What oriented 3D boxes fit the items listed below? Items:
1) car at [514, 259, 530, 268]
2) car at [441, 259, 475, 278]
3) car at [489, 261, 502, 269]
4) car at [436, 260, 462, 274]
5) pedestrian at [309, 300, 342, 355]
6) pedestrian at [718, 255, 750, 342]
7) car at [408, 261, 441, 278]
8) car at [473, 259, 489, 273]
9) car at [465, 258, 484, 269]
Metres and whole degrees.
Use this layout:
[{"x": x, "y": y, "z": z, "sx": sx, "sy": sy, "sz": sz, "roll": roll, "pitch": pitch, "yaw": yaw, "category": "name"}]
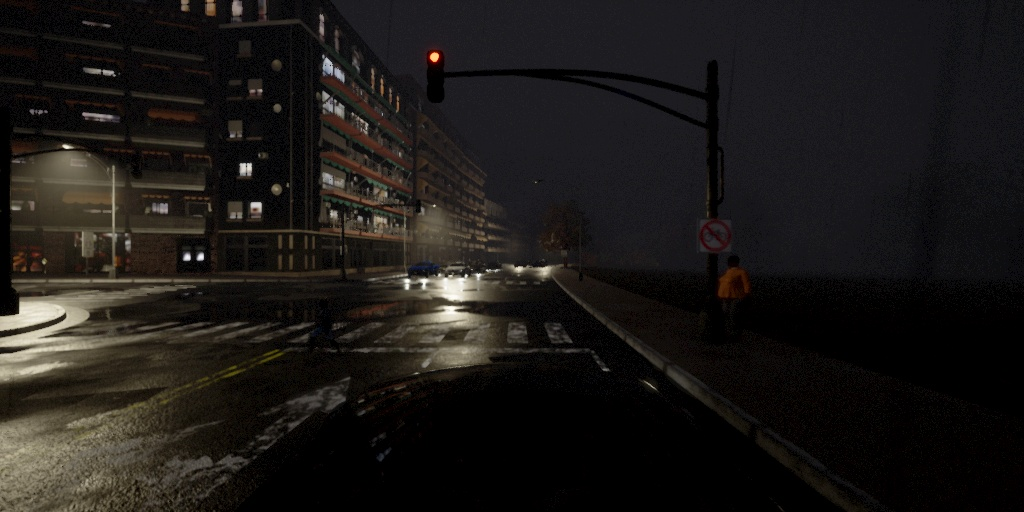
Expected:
[{"x": 1.528, "y": 1.449, "z": 64.987, "sx": 2.033, "sy": 1.411, "sz": 5.357, "roll": 0, "pitch": 0, "yaw": 9, "category": "car"}, {"x": -5.230, "y": 1.316, "z": 35.142, "sx": 1.812, "sy": 1.442, "sz": 4.674, "roll": 0, "pitch": 0, "yaw": 5, "category": "car"}, {"x": -2.883, "y": 1.427, "z": 57.367, "sx": 1.994, "sy": 1.385, "sz": 4.181, "roll": 0, "pitch": 0, "yaw": 8, "category": "car"}, {"x": -7.668, "y": 1.296, "z": 44.349, "sx": 1.882, "sy": 1.535, "sz": 5.008, "roll": 0, "pitch": 0, "yaw": 6, "category": "car"}, {"x": -3.741, "y": 1.042, "z": 7.223, "sx": 0.375, "sy": 1.860, "sz": 0.375, "roll": 0, "pitch": 0, "yaw": 1, "category": "pedestrian"}, {"x": 4.760, "y": 0.890, "z": 7.710, "sx": 0.375, "sy": 1.860, "sz": 0.375, "roll": 0, "pitch": 0, "yaw": 1, "category": "pedestrian"}, {"x": -8.516, "y": 1.266, "z": 34.818, "sx": 1.882, "sy": 1.535, "sz": 5.008, "roll": 0, "pitch": 0, "yaw": 4, "category": "car"}, {"x": -4.437, "y": 1.323, "z": 43.995, "sx": 1.837, "sy": 1.490, "sz": 4.892, "roll": 0, "pitch": 0, "yaw": 6, "category": "car"}, {"x": -6.062, "y": 1.222, "z": 58.085, "sx": 2.097, "sy": 1.767, "sz": 4.553, "roll": 0, "pitch": -1, "yaw": 8, "category": "car"}]
